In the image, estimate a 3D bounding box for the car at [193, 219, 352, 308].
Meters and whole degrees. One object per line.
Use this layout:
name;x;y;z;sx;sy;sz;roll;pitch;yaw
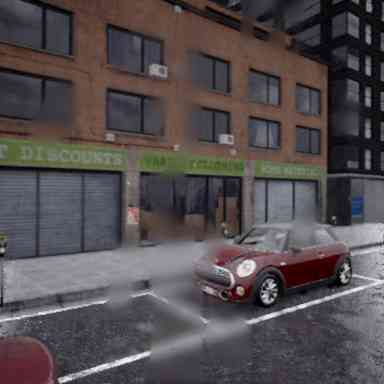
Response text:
car;1.981;1.492;7.948;4.097;1.590;1.967;1;0;-36

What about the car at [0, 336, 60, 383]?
car;-2.868;1.511;1.208;4.674;1.442;1.812;1;0;-36
